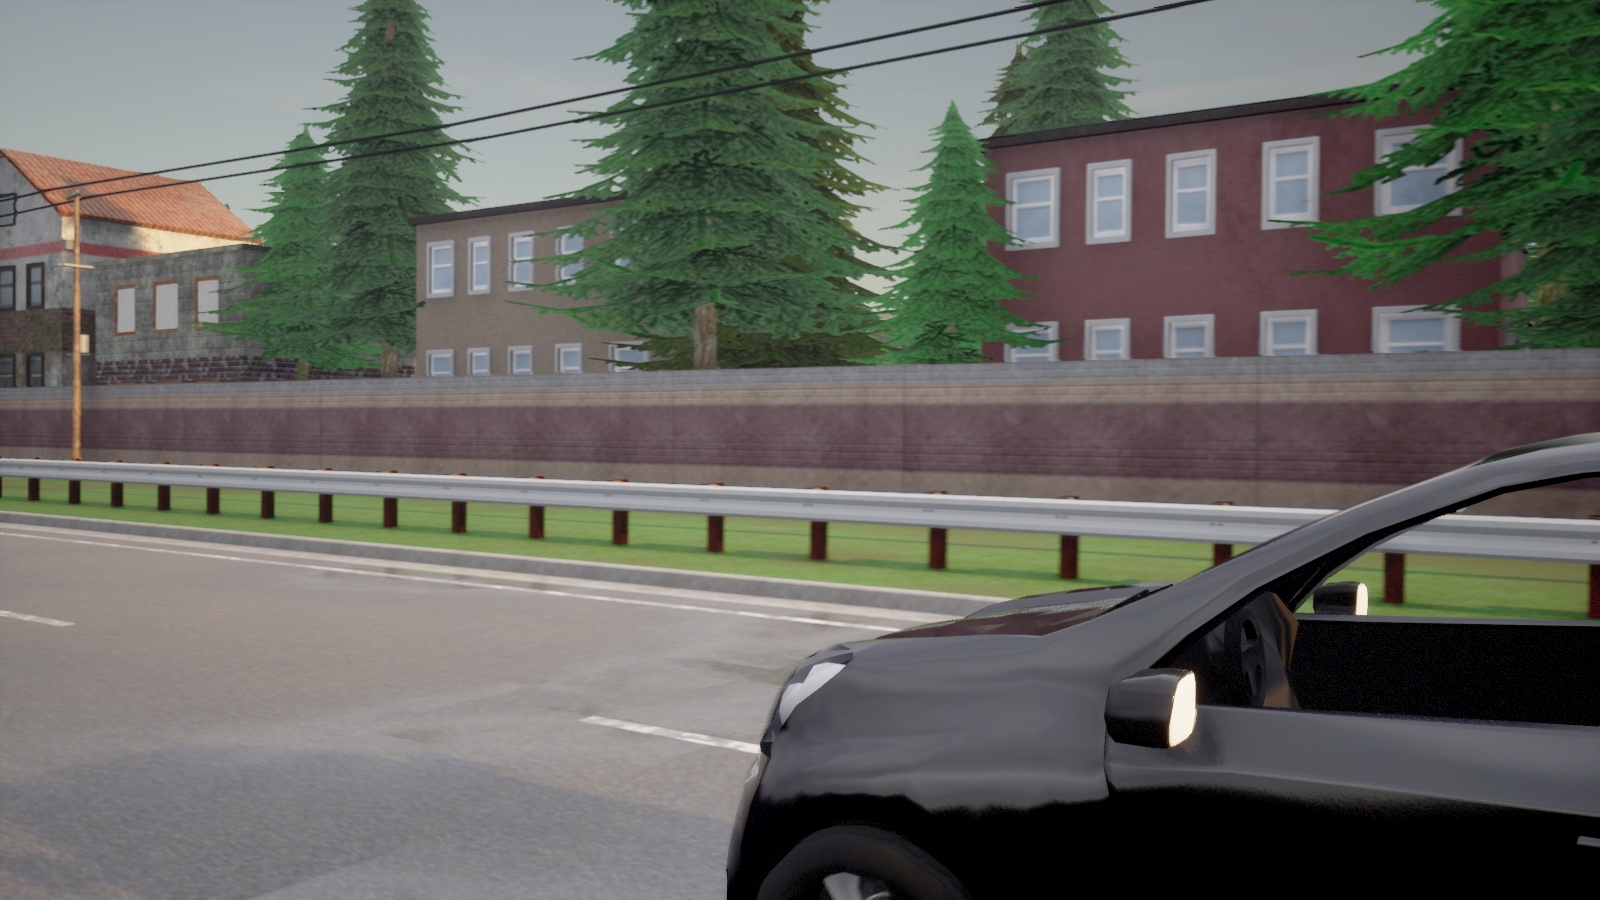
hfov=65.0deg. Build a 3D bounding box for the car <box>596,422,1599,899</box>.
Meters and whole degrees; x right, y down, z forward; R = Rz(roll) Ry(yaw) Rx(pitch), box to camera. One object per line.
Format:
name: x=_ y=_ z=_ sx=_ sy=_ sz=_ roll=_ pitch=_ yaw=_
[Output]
car: x=1.574 y=0.696 z=2.578 sx=3.633 sy=1.501 sz=1.845 roll=0 pitch=1 yaw=34
